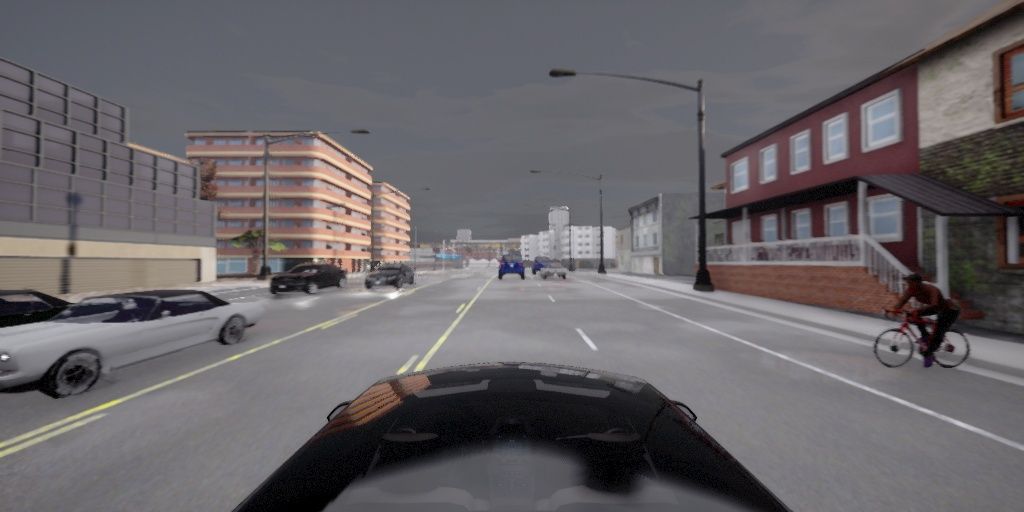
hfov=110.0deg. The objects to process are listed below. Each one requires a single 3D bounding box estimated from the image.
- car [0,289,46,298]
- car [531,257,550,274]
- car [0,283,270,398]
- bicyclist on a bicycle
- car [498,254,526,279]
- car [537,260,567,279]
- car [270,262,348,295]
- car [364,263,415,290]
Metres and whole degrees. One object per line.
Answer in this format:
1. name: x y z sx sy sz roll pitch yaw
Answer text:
1. car: -10.603 1.353 6.668 1.895 1.301 4.718 0 0 0
2. car: 3.489 1.139 42.710 2.150 2.045 5.566 0 -1 0
3. car: -7.103 1.346 6.655 1.895 1.301 4.718 0 0 0
4. bicyclist on a bicycle: 7.072 1.135 6.185 1.656 1.620 0.582 0 0 0
5. car: -0.019 0.878 30.446 2.150 2.045 5.566 0 -1 0
6. car: 3.481 1.255 30.852 1.895 1.301 4.718 0 -1 0
7. car: -10.601 1.119 19.053 1.882 1.535 5.008 0 1 0
8. car: -7.095 1.149 21.302 1.812 1.442 4.674 0 0 0
